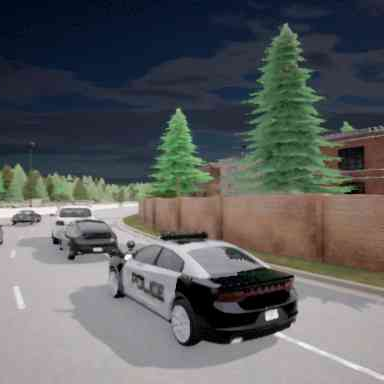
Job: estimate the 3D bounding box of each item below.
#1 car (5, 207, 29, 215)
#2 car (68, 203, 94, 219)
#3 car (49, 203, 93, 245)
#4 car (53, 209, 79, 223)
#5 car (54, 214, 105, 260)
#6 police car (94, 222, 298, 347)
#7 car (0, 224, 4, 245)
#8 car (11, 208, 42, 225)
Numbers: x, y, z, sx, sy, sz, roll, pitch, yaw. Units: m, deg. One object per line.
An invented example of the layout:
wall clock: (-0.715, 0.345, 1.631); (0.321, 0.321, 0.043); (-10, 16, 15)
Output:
car: (-30.041, 3.251, 57.201); (1.895, 1.301, 4.718); (0, -2, -3)
car: (-15.465, 2.595, 46.565); (2.150, 2.045, 5.566); (0, -2, -4)
car: (-6.903, 1.790, 19.138); (2.150, 2.045, 5.566); (1, -2, -24)
car: (-13.781, 2.637, 36.632); (1.994, 1.385, 4.181); (1, -2, -11)
car: (-4.608, 1.938, 14.423); (1.837, 1.490, 4.892); (1, -2, -28)
police car: (-0.255, 1.653, 7.045); (1.930, 1.638, 5.238); (2, -2, -33)
car: (-10.009, 1.962, 15.593); (1.812, 1.442, 4.674); (1, -2, -26)
car: (-16.299, 2.490, 32.969); (2.033, 1.411, 5.357); (1, -2, -14)
